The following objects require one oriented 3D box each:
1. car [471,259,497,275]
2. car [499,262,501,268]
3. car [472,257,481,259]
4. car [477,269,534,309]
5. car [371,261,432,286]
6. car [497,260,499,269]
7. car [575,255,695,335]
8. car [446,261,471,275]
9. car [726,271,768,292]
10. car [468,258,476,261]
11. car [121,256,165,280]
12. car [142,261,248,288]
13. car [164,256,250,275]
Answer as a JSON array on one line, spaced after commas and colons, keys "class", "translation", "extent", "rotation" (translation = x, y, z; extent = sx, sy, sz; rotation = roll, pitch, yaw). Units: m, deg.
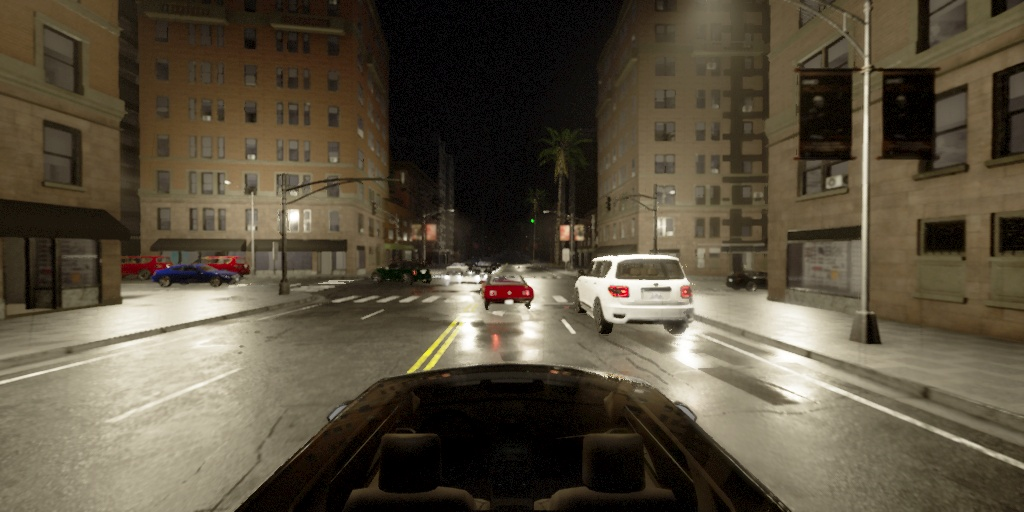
[{"class": "car", "translation": [-3.344, 1.427, 43.286], "extent": [2.128, 1.511, 4.902], "rotation": [0, 0, 0]}, {"class": "car", "translation": [-3.262, 1.517, 62.071], "extent": [1.837, 1.490, 4.892], "rotation": [0, 0, 0]}, {"class": "car", "translation": [-6.501, 1.238, 63.419], "extent": [2.150, 2.045, 5.566], "rotation": [0, 0, 0]}, {"class": "car", "translation": [-0.358, 1.411, 15.382], "extent": [1.895, 1.301, 4.718], "rotation": [0, 0, -7]}, {"class": "car", "translation": [-8.148, 1.167, 26.312], "extent": [4.553, 1.767, 2.097], "rotation": [1, 1, 28]}, {"class": "car", "translation": [-3.331, 1.454, 52.676], "extent": [1.882, 1.535, 5.008], "rotation": [0, 0, 0]}, {"class": "car", "translation": [3.330, 1.011, 10.841], "extent": [2.150, 2.045, 5.566], "rotation": [0, 0, 1]}, {"class": "car", "translation": [-6.594, 1.538, 43.576], "extent": [1.895, 1.301, 4.718], "rotation": [0, 0, 3]}, {"class": "car", "translation": [16.208, 1.612, 23.173], "extent": [4.313, 1.339, 1.948], "rotation": [0, 0, 0]}, {"class": "car", "translation": [-6.577, 1.454, 52.825], "extent": [1.882, 1.535, 5.008], "rotation": [0, 0, 0]}, {"class": "car", "translation": [-29.341, 0.914, 27.847], "extent": [5.009, 1.841, 2.192], "rotation": [0, 0, -9]}, {"class": "car", "translation": [-20.453, 1.248, 23.349], "extent": [4.674, 1.442, 1.812], "rotation": [1, 0, -9]}, {"class": "car", "translation": [-23.895, 0.960, 28.669], "extent": [5.009, 1.841, 2.192], "rotation": [0, 0, -9]}]
